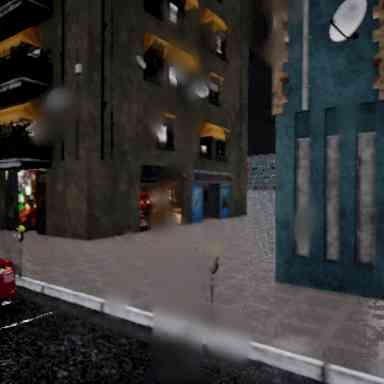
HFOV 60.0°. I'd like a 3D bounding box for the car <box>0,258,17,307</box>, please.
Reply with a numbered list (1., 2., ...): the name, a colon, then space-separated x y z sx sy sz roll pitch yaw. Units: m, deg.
1. car: -5.280 1.549 6.634 4.507 1.381 1.887 0 0 36
